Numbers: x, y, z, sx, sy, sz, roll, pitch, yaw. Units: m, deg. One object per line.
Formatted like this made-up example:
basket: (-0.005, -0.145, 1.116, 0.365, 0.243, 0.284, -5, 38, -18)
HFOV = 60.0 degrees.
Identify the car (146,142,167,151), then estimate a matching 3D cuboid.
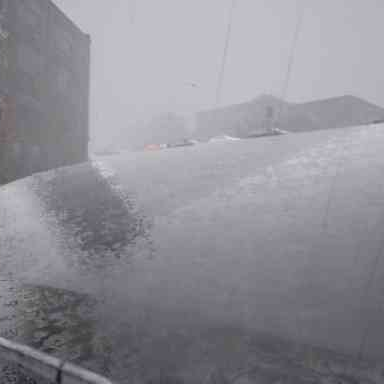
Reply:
car: (-3.863, -5.459, 42.010, 2.185, 1.767, 4.553, 0, 2, -40)

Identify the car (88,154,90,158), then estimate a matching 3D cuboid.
car: (-18.082, -5.929, 58.867, 2.002, 1.452, 4.674, 0, 1, -40)

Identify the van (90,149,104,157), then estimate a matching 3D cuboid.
van: (-14.440, -6.040, 54.550, 1.878, 1.987, 4.442, 0, 1, -40)

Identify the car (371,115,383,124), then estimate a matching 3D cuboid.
car: (13.940, -4.463, 20.901, 2.231, 1.521, 4.892, 0, 2, -40)

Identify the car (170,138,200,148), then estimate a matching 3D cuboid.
car: (-0.306, -5.289, 37.792, 2.185, 1.767, 4.553, 0, 2, -40)

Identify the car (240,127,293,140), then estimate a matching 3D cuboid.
car: (6.892, -4.937, 29.257, 2.185, 1.767, 4.553, 0, 2, -40)

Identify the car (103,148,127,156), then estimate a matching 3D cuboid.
car: (-10.967, -5.660, 50.429, 2.231, 1.521, 4.892, 0, 2, -40)

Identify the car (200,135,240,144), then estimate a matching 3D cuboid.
car: (3.348, -4.945, 33.458, 2.002, 1.452, 4.674, 0, 2, -40)
